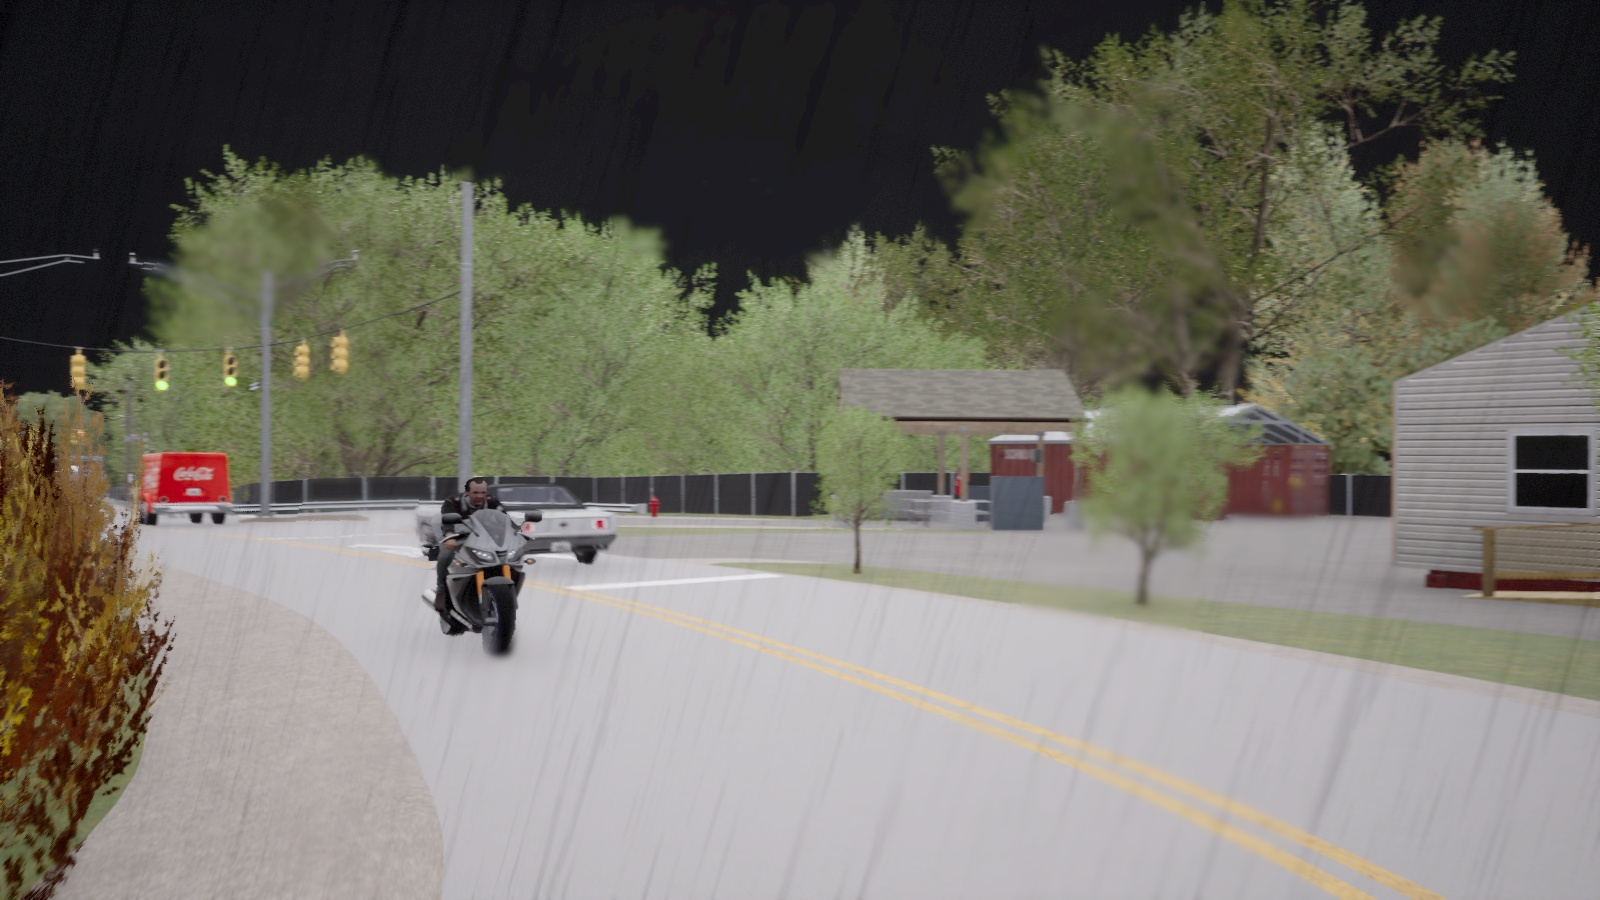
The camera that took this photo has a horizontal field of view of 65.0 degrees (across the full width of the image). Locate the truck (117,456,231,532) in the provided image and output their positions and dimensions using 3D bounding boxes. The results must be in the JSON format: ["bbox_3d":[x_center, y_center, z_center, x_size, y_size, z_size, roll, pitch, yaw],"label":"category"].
[{"bbox_3d":[-21.955,1.551,43.948,2.627,2.467,5.204,1,-3,-37],"label":"truck"}]

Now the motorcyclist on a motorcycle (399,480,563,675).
[{"bbox_3d":[-2.884,1.043,11.163,0.866,1.530,2.191,0,-1,-29],"label":"motorcyclist on a motorcycle"}]

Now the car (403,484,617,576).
[{"bbox_3d":[-4.990,1.252,21.102,1.895,1.301,4.718,0,-1,-35],"label":"car"}]
